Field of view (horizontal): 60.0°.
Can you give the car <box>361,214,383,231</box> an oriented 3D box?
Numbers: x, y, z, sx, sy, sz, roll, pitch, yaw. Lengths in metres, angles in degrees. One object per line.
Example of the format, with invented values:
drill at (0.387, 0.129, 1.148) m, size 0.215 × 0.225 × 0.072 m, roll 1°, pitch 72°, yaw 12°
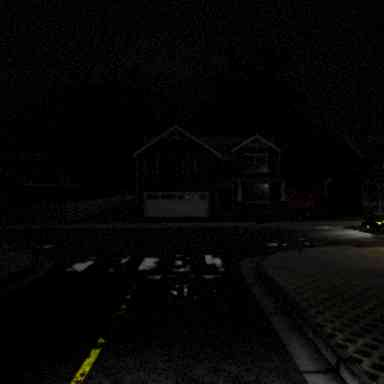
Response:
car at (12.314, 1.493, 18.245) m, size 5.357 × 1.411 × 2.033 m, roll -1°, pitch 1°, yaw 0°
